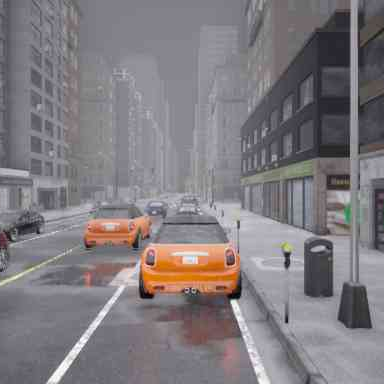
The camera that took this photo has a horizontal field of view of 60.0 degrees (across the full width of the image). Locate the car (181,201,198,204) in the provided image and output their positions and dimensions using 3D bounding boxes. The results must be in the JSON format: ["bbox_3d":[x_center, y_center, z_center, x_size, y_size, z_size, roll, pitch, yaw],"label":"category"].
[{"bbox_3d":[-0.287,1.551,21.888,2.008,1.369,4.403,0,0,0],"label":"car"}]

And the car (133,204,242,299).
[{"bbox_3d":[-0.032,1.353,8.621,2.097,1.767,4.553,0,0,0],"label":"car"}]

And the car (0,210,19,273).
[{"bbox_3d":[-6.246,1.352,7.579,2.097,1.767,4.553,0,0,0],"label":"car"}]

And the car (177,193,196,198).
[{"bbox_3d":[-0.287,1.316,38.459,2.192,1.841,5.009,0,0,0],"label":"car"}]

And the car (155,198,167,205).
[{"bbox_3d":[-3.144,1.527,29.856,1.812,1.442,4.674,0,0,0],"label":"car"}]

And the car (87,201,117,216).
[{"bbox_3d":[-8.813,1.583,32.928,1.802,1.307,4.206,0,0,0],"label":"car"}]

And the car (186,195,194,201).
[{"bbox_3d":[-0.572,1.470,87.873,1.967,1.590,4.097,0,0,-1],"label":"car"}]

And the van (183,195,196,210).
[{"bbox_3d":[-0.287,1.343,43.983,1.690,1.788,3.998,0,0,0],"label":"van"}]

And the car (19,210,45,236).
[{"bbox_3d":[-8.813,1.566,16.352,1.947,1.339,4.313,0,0,0],"label":"car"}]

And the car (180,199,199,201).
[{"bbox_3d":[-0.287,1.552,27.412,2.008,1.369,4.403,0,0,0],"label":"car"}]

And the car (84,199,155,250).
[{"bbox_3d":[-3.045,1.353,14.544,2.097,1.767,4.553,0,0,0],"label":"car"}]

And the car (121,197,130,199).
[{"bbox_3d":[-8.813,1.567,38.453,1.947,1.339,4.313,0,0,0],"label":"car"}]
